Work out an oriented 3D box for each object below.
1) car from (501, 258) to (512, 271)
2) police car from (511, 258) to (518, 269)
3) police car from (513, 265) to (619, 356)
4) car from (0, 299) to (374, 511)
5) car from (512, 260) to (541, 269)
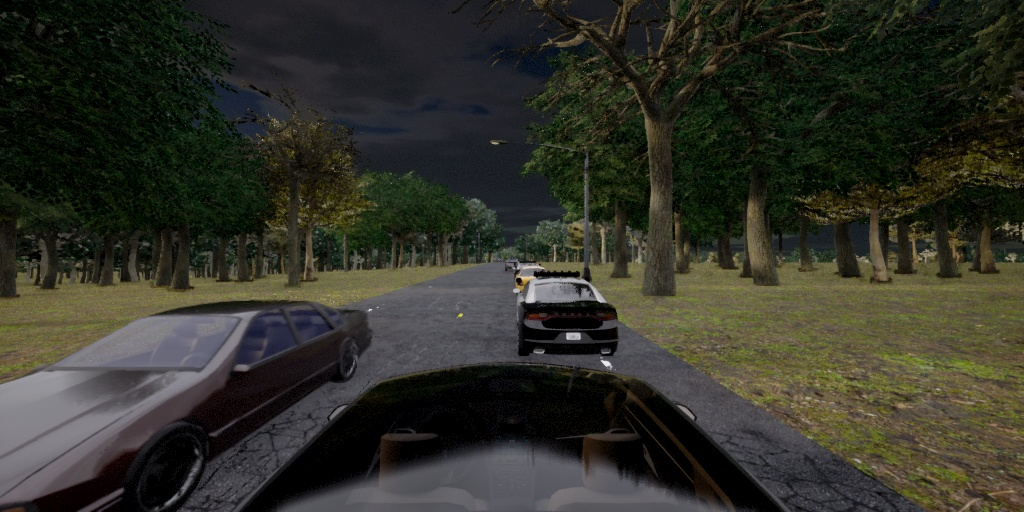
[{"bbox_3d":[0.085,1.130,45.961,2.128,1.511,4.902,0,0,1],"label":"car"},{"bbox_3d":[1.085,1.148,24.753,1.930,1.638,5.238,0,0,0],"label":"police car"},{"bbox_3d":[1.062,1.174,8.749,1.930,1.638,5.238,0,0,0],"label":"police car"},{"bbox_3d":[-3.496,1.298,4.411,2.033,1.411,5.357,0,0,0],"label":"car"},{"bbox_3d":[1.076,1.192,18.833,1.801,1.575,5.366,0,0,0],"label":"car"}]
